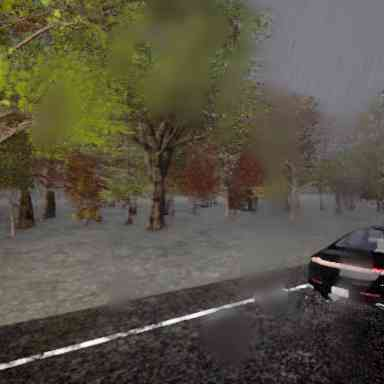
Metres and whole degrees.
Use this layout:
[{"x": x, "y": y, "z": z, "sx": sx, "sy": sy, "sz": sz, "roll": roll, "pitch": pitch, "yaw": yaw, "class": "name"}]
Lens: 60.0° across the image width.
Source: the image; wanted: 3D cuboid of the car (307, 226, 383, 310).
[{"x": 4.498, "y": 1.489, "z": 7.075, "sx": 4.902, "sy": 1.511, "sz": 2.128, "roll": 0, "pitch": 0, "yaw": -35, "class": "car"}]
